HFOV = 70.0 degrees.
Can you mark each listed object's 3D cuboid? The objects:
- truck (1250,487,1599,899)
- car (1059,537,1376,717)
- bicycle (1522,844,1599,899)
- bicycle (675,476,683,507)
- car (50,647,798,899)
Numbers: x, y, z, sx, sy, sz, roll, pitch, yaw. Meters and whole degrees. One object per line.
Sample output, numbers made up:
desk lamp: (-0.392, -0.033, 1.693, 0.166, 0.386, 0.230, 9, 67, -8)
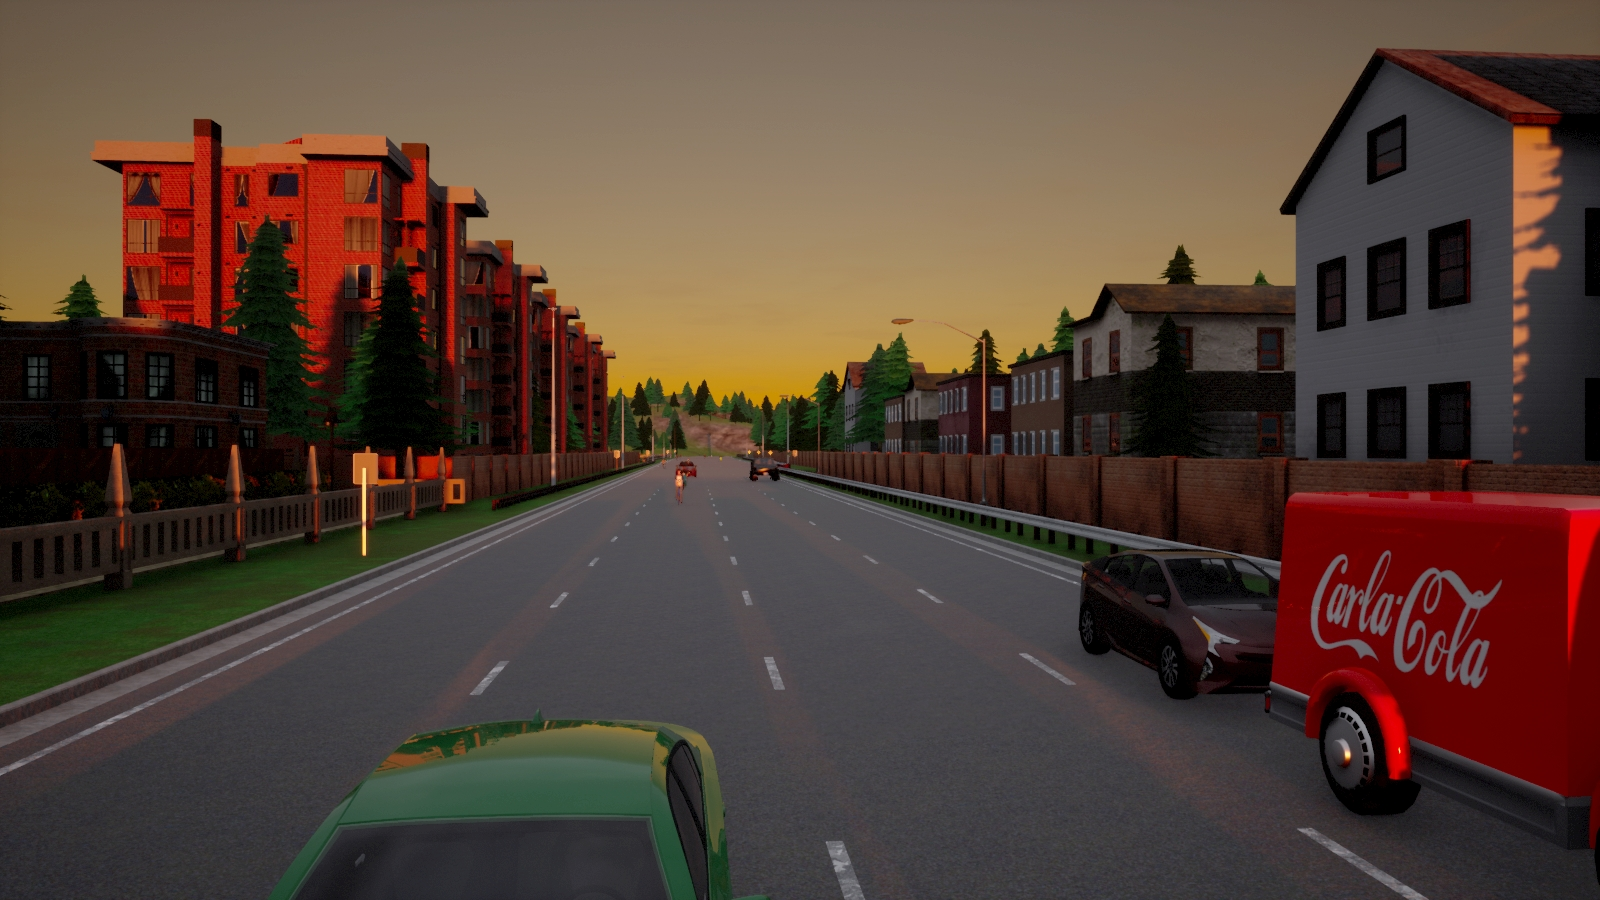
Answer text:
truck: (5.566, 1.568, 7.740, 2.627, 2.467, 5.204, 0, 0, -5)
car: (4.945, 2.040, 14.354, 2.007, 1.525, 4.514, 0, 0, -5)
bicycle: (2.623, 2.056, 2.959, 0.373, 1.496, 1.643, 0, 0, -4)
bicycle: (-6.057, 2.056, 57.238, 0.373, 1.496, 1.643, 0, 0, -5)
car: (-1.202, 2.034, 4.748, 2.097, 1.535, 5.006, 0, 0, -5)
